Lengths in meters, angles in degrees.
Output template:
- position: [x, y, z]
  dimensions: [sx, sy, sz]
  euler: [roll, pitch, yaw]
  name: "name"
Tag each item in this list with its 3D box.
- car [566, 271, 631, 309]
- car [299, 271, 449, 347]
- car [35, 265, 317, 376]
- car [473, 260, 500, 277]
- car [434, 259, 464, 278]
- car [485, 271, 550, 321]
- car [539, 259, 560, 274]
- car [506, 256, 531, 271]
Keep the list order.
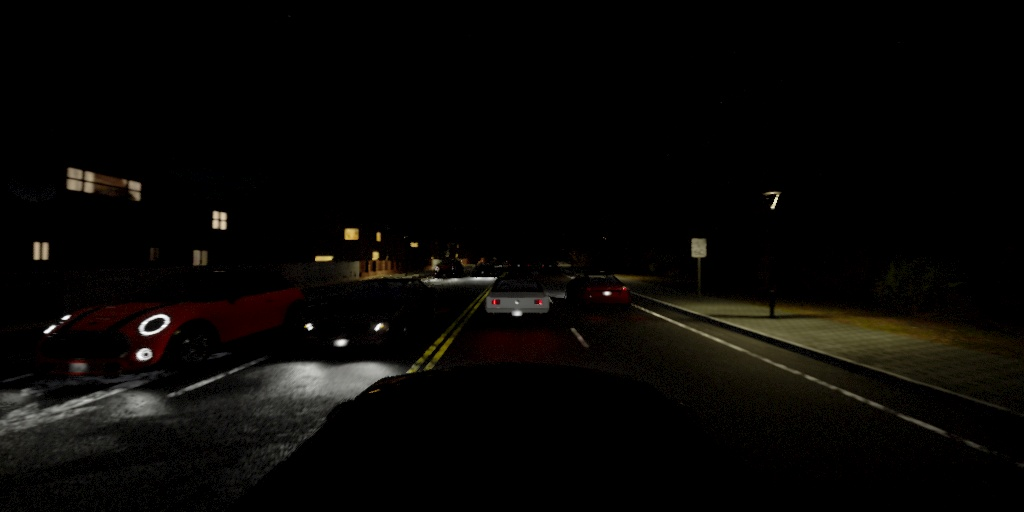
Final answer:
- position: [3.472, 1.325, 14.982]
  dimensions: [1.994, 1.385, 4.181]
  euler: [0, 0, 1]
  name: "car"
- position: [-3.300, 1.304, 9.616]
  dimensions: [2.033, 1.411, 5.357]
  euler: [0, 0, 1]
  name: "car"
- position: [-6.557, 1.107, 7.683]
  dimensions: [2.097, 1.767, 4.553]
  euler: [0, 0, 0]
  name: "car"
- position: [-2.637, 1.339, 35.235]
  dimensions: [1.994, 1.385, 4.181]
  euler: [0, 0, 2]
  name: "car"
- position: [-5.932, 1.127, 34.270]
  dimensions: [2.097, 1.767, 4.553]
  euler: [0, 0, 3]
  name: "car"
- position: [0.184, 1.361, 12.531]
  dimensions: [1.895, 1.301, 4.718]
  euler: [0, 0, 1]
  name: "car"
- position: [4.209, 1.123, 40.519]
  dimensions: [2.097, 1.767, 4.553]
  euler: [0, 0, 3]
  name: "car"
- position: [0.781, 0.998, 36.761]
  dimensions: [2.150, 2.045, 5.566]
  euler: [0, 0, 3]
  name: "car"
